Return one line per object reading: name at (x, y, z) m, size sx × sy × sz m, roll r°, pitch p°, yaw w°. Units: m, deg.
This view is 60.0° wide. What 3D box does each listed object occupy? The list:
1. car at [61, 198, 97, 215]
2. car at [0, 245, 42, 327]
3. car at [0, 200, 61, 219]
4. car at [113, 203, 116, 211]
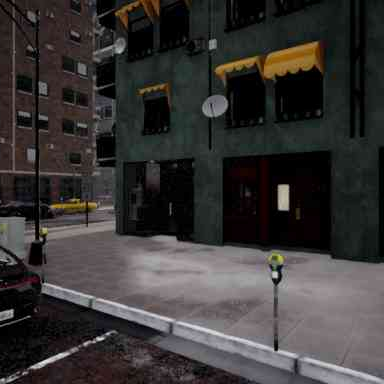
car at (-10.982, 1.249, 30.495) m, size 1.752 × 1.417 × 4.829 m, roll 1°, pitch 1°, yaw 35°
car at (-4.487, 1.551, 6.065) m, size 4.403 × 1.369 × 2.008 m, roll 0°, pitch 0°, yaw 35°
car at (-12.229, 1.369, 24.286) m, size 1.994 × 1.385 × 4.181 m, roll 0°, pitch 1°, yaw 37°
car at (-5.881, 1.216, 33.303) m, size 1.994 × 1.385 × 4.181 m, roll 0°, pitch 1°, yaw 35°
